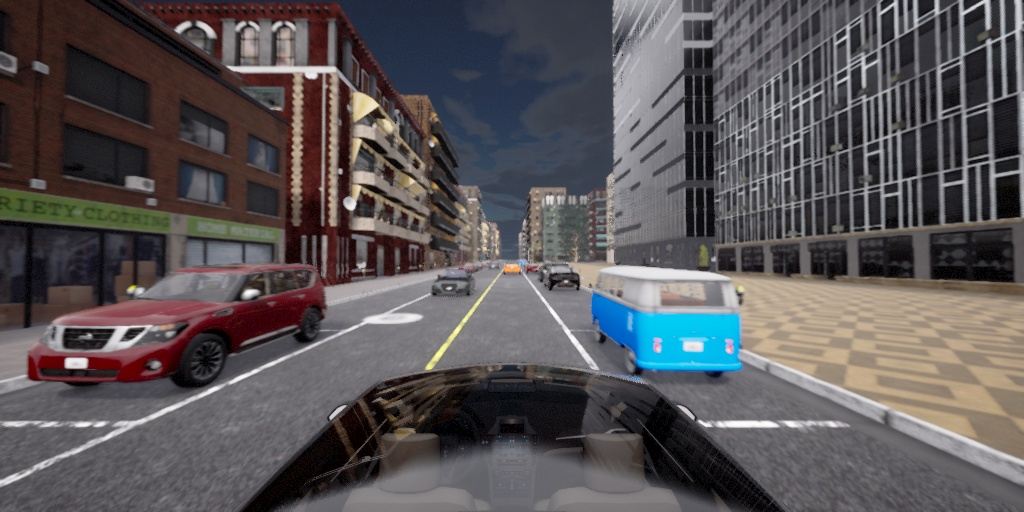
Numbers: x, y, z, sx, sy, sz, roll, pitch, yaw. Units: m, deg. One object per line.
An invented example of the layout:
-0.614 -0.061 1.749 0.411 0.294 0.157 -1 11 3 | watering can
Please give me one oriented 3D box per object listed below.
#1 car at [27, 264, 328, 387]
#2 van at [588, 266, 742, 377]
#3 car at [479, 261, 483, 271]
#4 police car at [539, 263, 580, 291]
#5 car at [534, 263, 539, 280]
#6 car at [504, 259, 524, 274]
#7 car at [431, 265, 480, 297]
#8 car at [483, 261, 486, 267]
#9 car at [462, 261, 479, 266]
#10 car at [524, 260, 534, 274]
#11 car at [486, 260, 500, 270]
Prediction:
-5.691 1.094 7.187 2.192 1.841 5.009 0 0 0 | car
2.690 1.120 7.188 1.690 1.789 3.998 0 0 0 | van
-5.697 1.588 51.744 1.948 1.339 4.313 0 0 0 | car
3.130 1.292 23.359 1.930 1.638 5.238 0 0 0 | police car
3.141 1.408 30.249 1.837 1.490 4.892 0 0 0 | car
0.044 1.336 44.885 2.097 1.767 4.553 0 0 0 | car
-3.102 1.410 19.692 1.994 1.385 4.181 0 0 0 | car
-5.698 1.493 57.313 1.967 1.591 4.097 0 0 0 | car
-5.697 1.537 46.174 1.888 1.381 4.507 0 0 0 | car
2.684 1.537 46.174 1.888 1.381 4.507 0 0 0 | car
-3.051 1.567 61.085 2.128 1.511 4.902 0 0 1 | car
